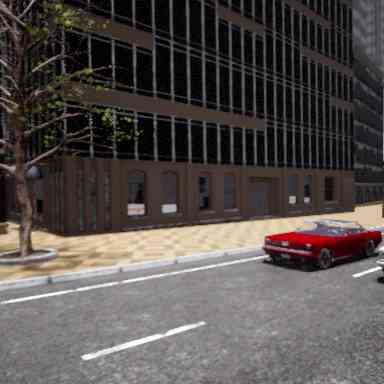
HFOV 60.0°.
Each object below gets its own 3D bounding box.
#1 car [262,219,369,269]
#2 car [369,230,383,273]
[{"bbox_3d":[4.519,1.613,11.310,4.718,1.301,1.895,0,0,-38],"label":"car"},{"bbox_3d":[6.929,1.604,9.070,4.718,1.301,1.895,0,0,-39],"label":"car"}]
